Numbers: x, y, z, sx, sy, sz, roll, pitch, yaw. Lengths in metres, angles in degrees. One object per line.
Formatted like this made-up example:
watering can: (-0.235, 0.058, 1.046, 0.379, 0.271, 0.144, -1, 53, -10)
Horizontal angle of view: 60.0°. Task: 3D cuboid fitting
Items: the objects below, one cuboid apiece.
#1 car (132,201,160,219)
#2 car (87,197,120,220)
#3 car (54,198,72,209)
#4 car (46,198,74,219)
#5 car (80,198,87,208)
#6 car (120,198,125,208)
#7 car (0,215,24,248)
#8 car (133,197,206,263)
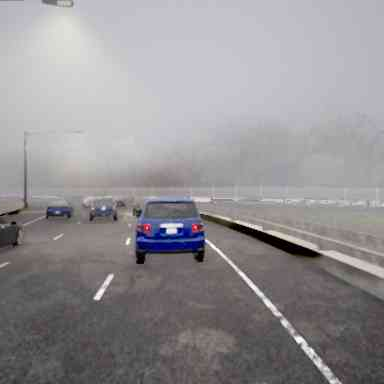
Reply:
car: (-4.240, 1.559, 29.840, 1.895, 1.301, 4.718, 0, 0, -15)
car: (-7.343, 1.326, 27.726, 2.097, 1.767, 4.553, 0, 0, -14)
car: (-17.741, 1.546, 45.581, 1.994, 1.385, 4.181, 0, 0, -25)
car: (-11.401, 1.466, 28.882, 1.882, 1.535, 5.008, 0, 0, -16)
car: (-14.347, 1.491, 46.638, 1.812, 1.442, 4.674, 0, 0, -25)
car: (-10.787, 1.476, 47.264, 1.812, 1.442, 4.674, 0, 0, -25)
car: (-7.844, 1.512, 12.203, 1.837, 1.490, 4.892, 0, 0, -6)
car: (-0.859, 1.200, 12.130, 2.150, 2.045, 5.566, 0, 0, -6)
